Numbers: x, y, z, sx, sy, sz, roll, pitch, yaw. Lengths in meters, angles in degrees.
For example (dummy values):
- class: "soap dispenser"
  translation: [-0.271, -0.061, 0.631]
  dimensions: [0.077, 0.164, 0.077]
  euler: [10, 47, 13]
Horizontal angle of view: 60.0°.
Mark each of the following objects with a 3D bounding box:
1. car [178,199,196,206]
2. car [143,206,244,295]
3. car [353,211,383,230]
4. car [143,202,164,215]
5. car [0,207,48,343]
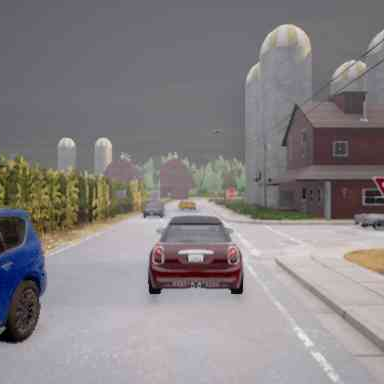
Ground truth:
- class: "car"
  translation: [-0.802, 1.794, 47.542]
  dimensions: [1.882, 1.535, 5.008]
  euler: [0, 0, -12]
- class: "car"
  translation: [0.087, 1.412, 9.046]
  dimensions: [2.097, 1.767, 4.553]
  euler: [0, 0, 0]
- class: "car"
  translation: [12.958, 1.716, 21.252]
  dimensions: [4.718, 1.301, 1.895]
  euler: [0, 0, -1]
- class: "car"
  translation: [-3.588, 1.718, 32.205]
  dimensions: [1.837, 1.490, 4.892]
  euler: [0, 0, 0]
- class: "car"
  translation: [-3.600, 1.246, 3.609]
  dimensions: [2.150, 2.045, 5.566]
  euler: [0, 0, 0]
